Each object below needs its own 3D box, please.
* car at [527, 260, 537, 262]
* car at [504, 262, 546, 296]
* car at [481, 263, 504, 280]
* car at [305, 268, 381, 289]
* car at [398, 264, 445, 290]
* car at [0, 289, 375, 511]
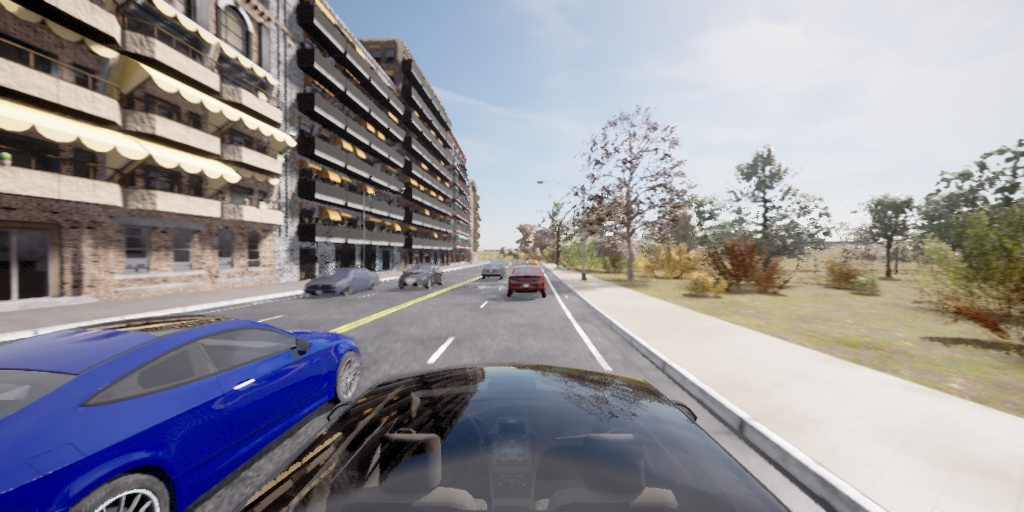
[{"bbox_3d":[2.904,1.323,52.646,1.882,1.535,5.008,0,0,4],"label":"car"},{"bbox_3d":[0.829,1.255,19.404,1.882,1.535,5.008,0,0,3],"label":"car"},{"bbox_3d":[-1.600,1.359,32.634,2.033,1.411,5.357,0,0,4],"label":"car"},{"bbox_3d":[-9.108,1.354,19.861,2.033,1.411,5.357,0,0,4],"label":"car"},{"bbox_3d":[-5.662,1.294,22.884,2.128,1.511,4.902,0,0,4],"label":"car"},{"bbox_3d":[-3.167,1.288,3.390,1.812,1.442,4.674,0,0,2],"label":"car"}]
